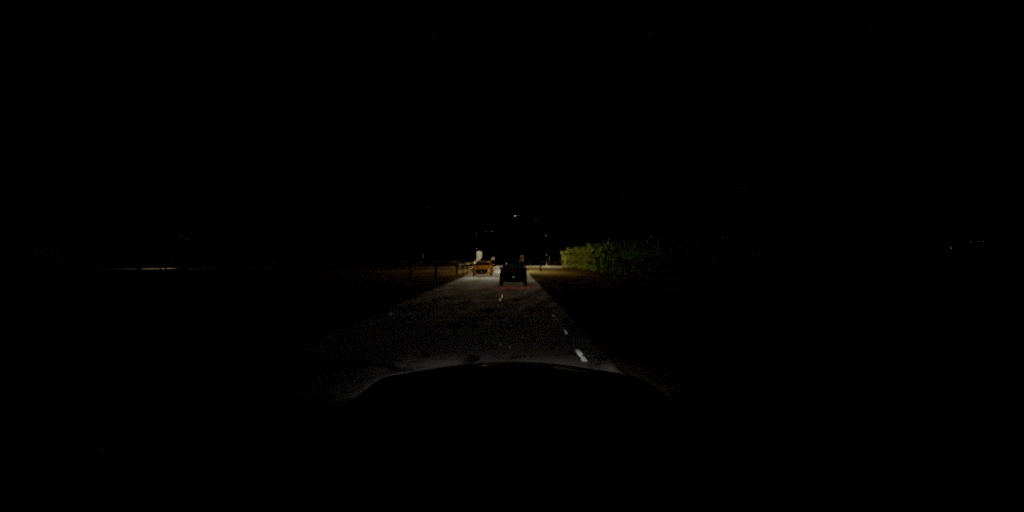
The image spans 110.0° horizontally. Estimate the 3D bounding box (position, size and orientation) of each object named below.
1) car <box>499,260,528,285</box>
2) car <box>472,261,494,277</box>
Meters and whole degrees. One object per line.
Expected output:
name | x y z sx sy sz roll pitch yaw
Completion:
car | 0.100 1.199 25.802 1.882 1.535 5.008 0 0 0
car | -2.848 1.226 36.154 1.882 1.535 5.008 0 0 0
